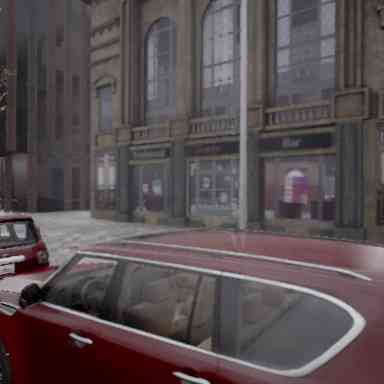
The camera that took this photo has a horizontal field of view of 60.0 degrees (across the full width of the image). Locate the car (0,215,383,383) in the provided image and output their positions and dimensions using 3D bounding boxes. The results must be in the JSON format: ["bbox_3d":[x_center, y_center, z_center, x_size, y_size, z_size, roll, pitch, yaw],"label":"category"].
[{"bbox_3d":[-0.208,1.299,3.228,5.009,1.841,2.192,1,0,35],"label":"car"}]

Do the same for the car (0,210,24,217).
[{"bbox_3d":[-4.800,1.256,6.501,5.009,1.841,2.192,1,0,35],"label":"car"}]
